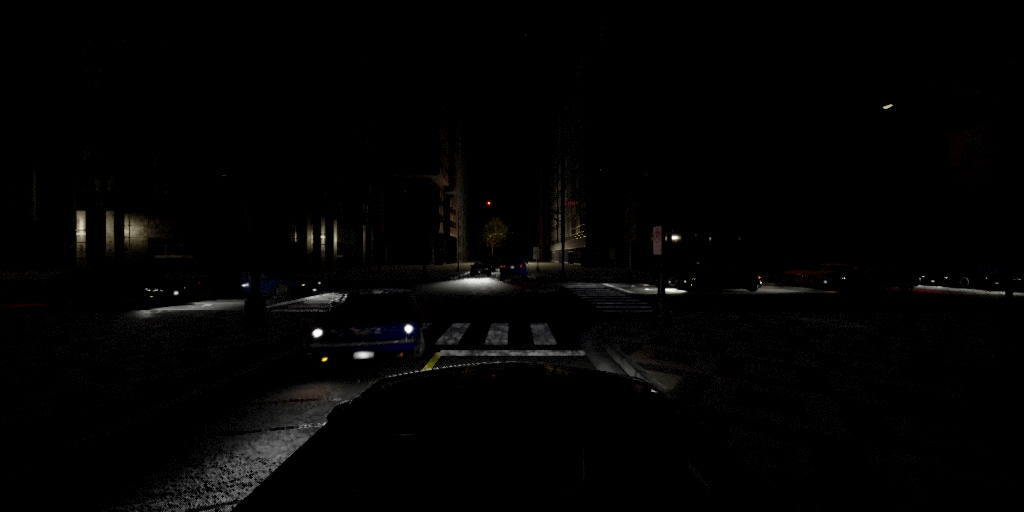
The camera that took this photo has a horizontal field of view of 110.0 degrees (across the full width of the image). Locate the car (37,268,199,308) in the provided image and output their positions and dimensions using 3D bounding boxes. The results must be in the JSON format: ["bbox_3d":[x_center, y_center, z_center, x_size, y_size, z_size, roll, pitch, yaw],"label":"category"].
[{"bbox_3d":[-16.027,1.250,14.521,4.892,1.490,1.837,0,0,0],"label":"car"}]

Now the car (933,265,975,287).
[{"bbox_3d":[31.165,1.325,24.258,5.357,1.411,2.033,0,0,1],"label":"car"}]

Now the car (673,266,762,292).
[{"bbox_3d":[12.187,1.323,21.098,4.181,1.385,1.994,0,0,0],"label":"car"}]

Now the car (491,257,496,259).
[{"bbox_3d":[-3.096,1.252,46.038,1.837,1.490,4.892,0,0,0],"label":"car"}]

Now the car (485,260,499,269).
[{"bbox_3d":[-3.106,1.311,56.022,1.994,1.385,4.181,0,0,0],"label":"car"}]

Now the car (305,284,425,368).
[{"bbox_3d":[-3.017,1.350,8.144,1.895,1.301,4.718,0,0,-14],"label":"car"}]

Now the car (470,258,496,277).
[{"bbox_3d":[-3.080,1.239,36.082,2.128,1.511,4.902,0,0,0],"label":"car"}]

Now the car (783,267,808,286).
[{"bbox_3d":[21.233,1.241,24.307,5.008,1.535,1.882,0,0,0],"label":"car"}]

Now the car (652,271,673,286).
[{"bbox_3d":[12.098,1.353,24.351,4.718,1.301,1.895,0,0,3],"label":"car"}]

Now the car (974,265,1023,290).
[{"bbox_3d":[30.765,1.309,21.010,4.674,1.442,1.812,0,0,0],"label":"car"}]

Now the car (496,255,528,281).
[{"bbox_3d":[0.153,0.969,30.713,2.150,2.045,5.566,0,0,2],"label":"car"}]

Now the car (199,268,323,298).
[{"bbox_3d":[-12.438,1.289,17.756,5.357,1.411,2.033,0,0,0],"label":"car"}]

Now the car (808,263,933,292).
[{"bbox_3d":[20.883,1.261,21.059,4.902,1.511,2.128,0,0,0],"label":"car"}]
